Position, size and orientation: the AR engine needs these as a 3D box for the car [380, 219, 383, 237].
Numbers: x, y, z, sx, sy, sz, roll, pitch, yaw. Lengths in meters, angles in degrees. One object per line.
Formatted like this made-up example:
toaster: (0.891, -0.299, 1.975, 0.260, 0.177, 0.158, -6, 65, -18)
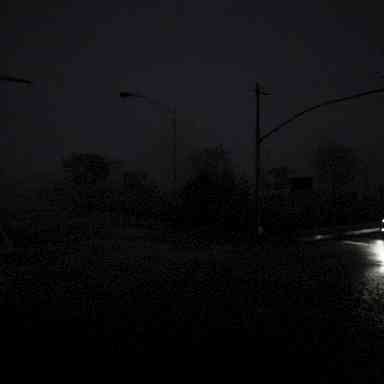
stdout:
car: (11.209, 1.346, 16.287, 4.553, 1.767, 2.097, 0, 0, -35)
